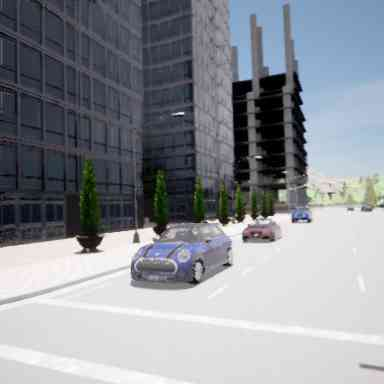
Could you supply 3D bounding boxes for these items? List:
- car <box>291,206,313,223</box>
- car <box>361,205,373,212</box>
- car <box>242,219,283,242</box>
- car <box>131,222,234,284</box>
[{"bbox_3d":[13.876,2.812,41.760,2.150,2.045,5.566,-3,-3,25],"label":"car"},{"bbox_3d":[42.642,4.106,80.556,2.033,1.411,5.357,-3,-3,24],"label":"car"},{"bbox_3d":[4.724,2.488,22.044,1.994,1.385,4.181,-3,-3,25],"label":"car"},{"bbox_3d":[-0.154,1.920,11.518,2.097,1.767,4.553,-3,-3,25],"label":"car"}]
